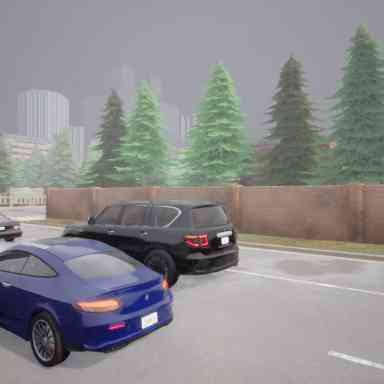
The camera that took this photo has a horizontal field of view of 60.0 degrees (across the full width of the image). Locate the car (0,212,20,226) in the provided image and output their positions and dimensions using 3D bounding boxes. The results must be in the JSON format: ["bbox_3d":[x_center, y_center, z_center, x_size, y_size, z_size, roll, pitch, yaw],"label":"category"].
[{"bbox_3d":[-9.773,1.547,15.275,5.357,1.411,2.033,0,0,39],"label":"car"}]

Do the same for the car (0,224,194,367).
[{"bbox_3d":[-2.430,1.526,5.742,4.674,1.442,1.812,0,0,36],"label":"car"}]

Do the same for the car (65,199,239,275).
[{"bbox_3d":[-1.403,1.222,9.305,5.566,2.045,2.150,0,0,36],"label":"car"}]
